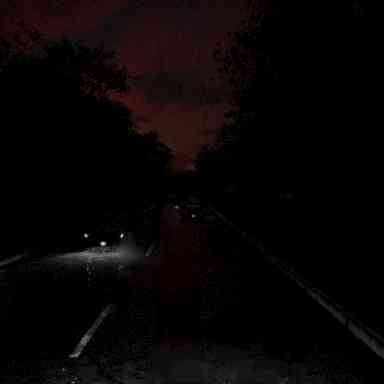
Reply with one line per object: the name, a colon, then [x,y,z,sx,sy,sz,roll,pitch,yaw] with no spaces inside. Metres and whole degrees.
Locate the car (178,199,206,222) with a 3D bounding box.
car: [0.103,1.556,26.526,1.812,1.442,4.674,0,0,0]

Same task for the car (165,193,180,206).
car: [-3.292,1.252,56.832,2.150,2.045,5.566,0,0,1]

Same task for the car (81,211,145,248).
car: [-3.348,1.567,15.200,2.033,1.411,5.357,0,0,0]
